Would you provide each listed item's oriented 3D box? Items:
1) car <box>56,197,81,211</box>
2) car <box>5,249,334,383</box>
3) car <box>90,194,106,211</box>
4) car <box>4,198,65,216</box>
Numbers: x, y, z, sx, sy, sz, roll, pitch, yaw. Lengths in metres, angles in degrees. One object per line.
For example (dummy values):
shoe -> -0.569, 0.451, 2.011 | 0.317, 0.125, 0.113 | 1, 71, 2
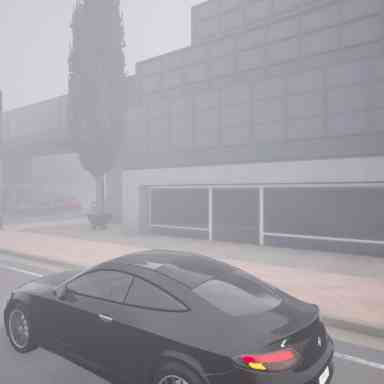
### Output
car -> -15.476, 1.352, 39.325 | 2.097, 1.767, 4.553 | 0, 0, 36
car -> -0.638, 1.526, 4.441 | 4.674, 1.442, 1.812 | 0, 0, 36
car -> -9.909, 1.221, 41.072 | 2.150, 2.045, 5.566 | 0, 0, 35
car -> -15.614, 1.601, 33.140 | 1.895, 1.301, 4.718 | 0, 0, 36
